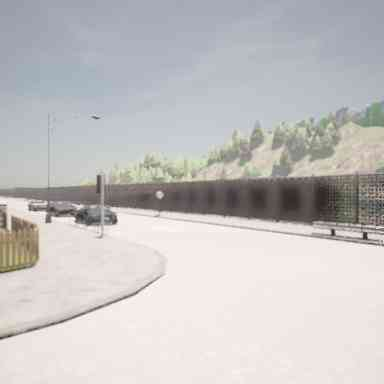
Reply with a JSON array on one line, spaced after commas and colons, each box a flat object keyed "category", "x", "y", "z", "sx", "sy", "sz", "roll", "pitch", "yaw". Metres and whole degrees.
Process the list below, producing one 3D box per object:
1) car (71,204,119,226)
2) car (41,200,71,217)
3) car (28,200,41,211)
[{"category": "car", "x": -6.820, "y": 1.555, "z": 23.659, "sx": 1.994, "sy": 1.385, "sz": 4.181, "roll": 0, "pitch": 0, "yaw": -35}, {"category": "car", "x": -12.266, "y": 1.538, "z": 31.296, "sx": 2.033, "sy": 1.411, "sz": 5.357, "roll": 0, "pitch": 0, "yaw": -35}, {"category": "car", "x": -18.073, "y": 1.592, "z": 39.469, "sx": 1.895, "sy": 1.301, "sz": 4.718, "roll": 0, "pitch": 0, "yaw": -35}]
